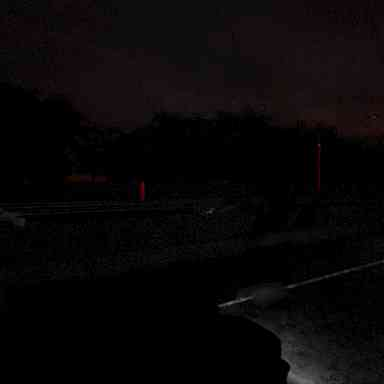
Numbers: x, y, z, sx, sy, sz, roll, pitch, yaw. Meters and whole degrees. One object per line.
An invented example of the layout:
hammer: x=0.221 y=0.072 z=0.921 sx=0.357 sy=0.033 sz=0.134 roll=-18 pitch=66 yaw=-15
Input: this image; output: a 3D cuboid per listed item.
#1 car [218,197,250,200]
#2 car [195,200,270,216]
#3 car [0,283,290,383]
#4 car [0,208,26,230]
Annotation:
car: x=2.391 y=1.184 z=22.810 sx=4.553 sy=1.767 sz=2.097 roll=-1 pitch=0 yaw=-35
car: x=2.510 y=1.380 z=18.620 sx=4.674 sy=1.442 sz=1.812 roll=0 pitch=0 yaw=-35
car: x=-1.610 y=1.546 z=2.596 sx=5.357 sy=1.411 sz=2.033 roll=-1 pitch=1 yaw=-36
car: x=-11.319 y=1.515 z=17.408 sx=4.674 sy=1.442 sz=1.812 roll=-1 pitch=1 yaw=-35
